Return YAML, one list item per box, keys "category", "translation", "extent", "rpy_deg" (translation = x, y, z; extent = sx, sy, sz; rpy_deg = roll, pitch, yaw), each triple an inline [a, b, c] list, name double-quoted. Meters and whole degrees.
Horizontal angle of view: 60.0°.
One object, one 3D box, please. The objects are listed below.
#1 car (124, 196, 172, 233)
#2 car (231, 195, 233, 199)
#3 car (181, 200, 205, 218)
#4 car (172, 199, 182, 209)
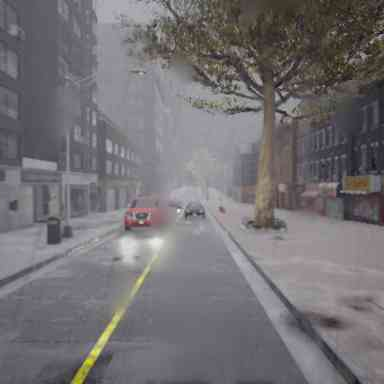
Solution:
- category: "car"
  translation: [-2.704, 1.304, 20.833]
  extent: [2.150, 2.045, 5.566]
  rpy_deg: [0, 0, 1]
- category: "car"
  translation: [13.362, 1.183, 92.689]
  extent: [5.009, 1.841, 2.192]
  rpy_deg: [1, 0, 0]
- category: "car"
  translation: [0.274, 1.719, 31.590]
  extent: [1.895, 1.301, 4.718]
  rpy_deg: [0, 0, 1]
- category: "car"
  translation: [-2.426, 1.674, 47.561]
  extent: [2.033, 1.411, 5.357]
  rpy_deg: [0, 0, 0]
